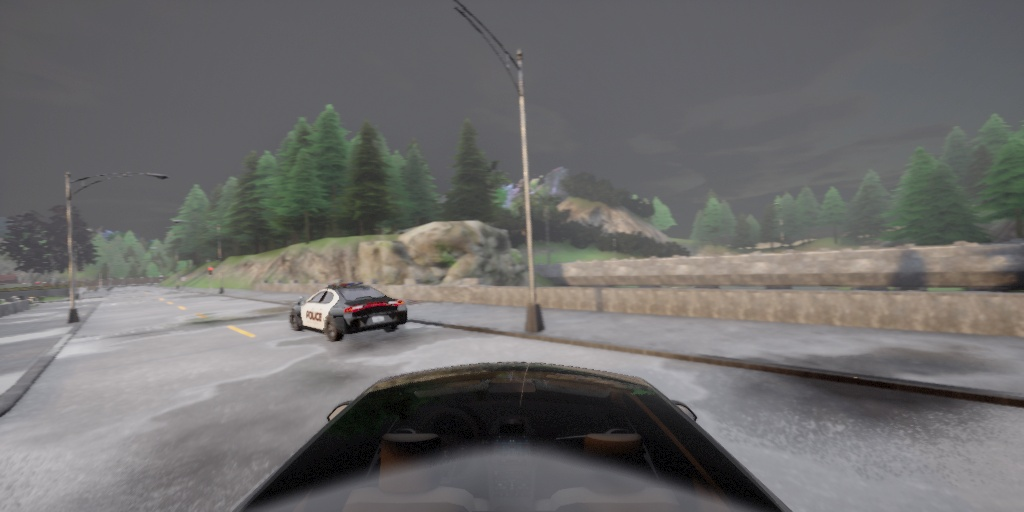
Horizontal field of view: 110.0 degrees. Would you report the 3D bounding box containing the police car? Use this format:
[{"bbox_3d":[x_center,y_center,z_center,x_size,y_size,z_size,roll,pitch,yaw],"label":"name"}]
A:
[{"bbox_3d":[-5.437,1.673,11.473,4.974,1.542,2.038,-4,-1,42],"label":"police car"}]
